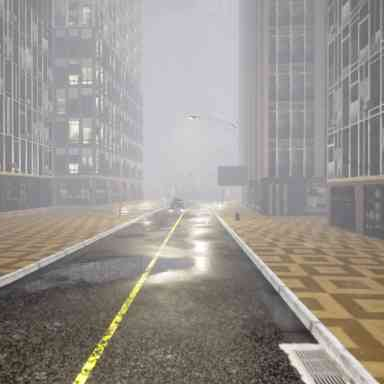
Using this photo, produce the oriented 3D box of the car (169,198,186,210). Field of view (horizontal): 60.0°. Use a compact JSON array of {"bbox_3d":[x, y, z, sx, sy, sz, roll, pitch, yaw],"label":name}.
[{"bbox_3d":[-1.920,1.555,44.562,1.837,1.490,4.892,0,-1,3],"label":"car"}]
